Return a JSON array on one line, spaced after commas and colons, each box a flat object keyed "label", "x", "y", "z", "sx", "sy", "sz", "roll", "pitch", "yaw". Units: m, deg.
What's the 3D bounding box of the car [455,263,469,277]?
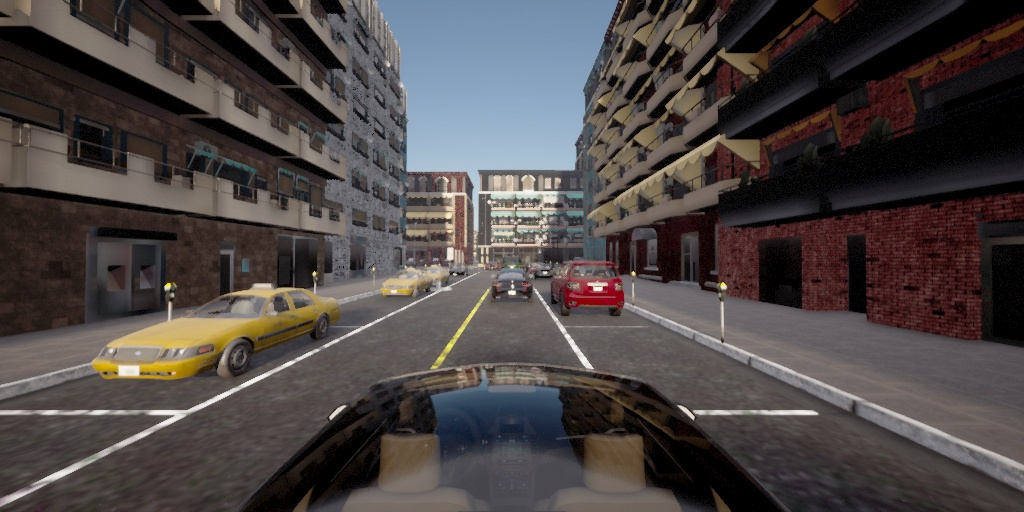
[{"label": "car", "x": -5.281, "y": 1.344, "z": 35.375, "sx": 1.948, "sy": 1.339, "sz": 4.313, "roll": 0, "pitch": 0, "yaw": 0}]

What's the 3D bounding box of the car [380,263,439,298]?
[{"label": "car", "x": -5.304, "y": 1.281, "z": 18.512, "sx": 1.751, "sy": 1.417, "sz": 4.829, "roll": 0, "pitch": 0, "yaw": 0}]

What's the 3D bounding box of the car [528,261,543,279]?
[{"label": "car", "x": 2.566, "y": 1.335, "z": 29.835, "sx": 1.948, "sy": 1.339, "sz": 4.313, "roll": 0, "pitch": 0, "yaw": 0}]

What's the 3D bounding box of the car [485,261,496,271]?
[{"label": "car", "x": -2.750, "y": 1.412, "z": 51.774, "sx": 1.994, "sy": 1.385, "sz": 4.181, "roll": 0, "pitch": 0, "yaw": 0}]

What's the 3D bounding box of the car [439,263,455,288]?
[{"label": "car", "x": -5.295, "y": 1.287, "z": 24.076, "sx": 1.751, "sy": 1.417, "sz": 4.829, "roll": 0, "pitch": 0, "yaw": 0}]

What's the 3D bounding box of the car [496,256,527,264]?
[{"label": "car", "x": 0.000, "y": 1.031, "z": 31.534, "sx": 2.150, "sy": 2.045, "sz": 5.566, "roll": 0, "pitch": 0, "yaw": 0}]

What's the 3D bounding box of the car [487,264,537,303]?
[{"label": "car", "x": 0.000, "y": 1.288, "z": 16.501, "sx": 1.812, "sy": 1.442, "sz": 4.674, "roll": 0, "pitch": 0, "yaw": 0}]

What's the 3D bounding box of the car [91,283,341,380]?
[{"label": "car", "x": -5.320, "y": 1.274, "z": 7.385, "sx": 1.751, "sy": 1.417, "sz": 4.829, "roll": 0, "pitch": 0, "yaw": 0}]

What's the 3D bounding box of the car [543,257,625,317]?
[{"label": "car", "x": 2.566, "y": 1.066, "z": 13.145, "sx": 2.192, "sy": 1.841, "sz": 5.009, "roll": 0, "pitch": 0, "yaw": 0}]
